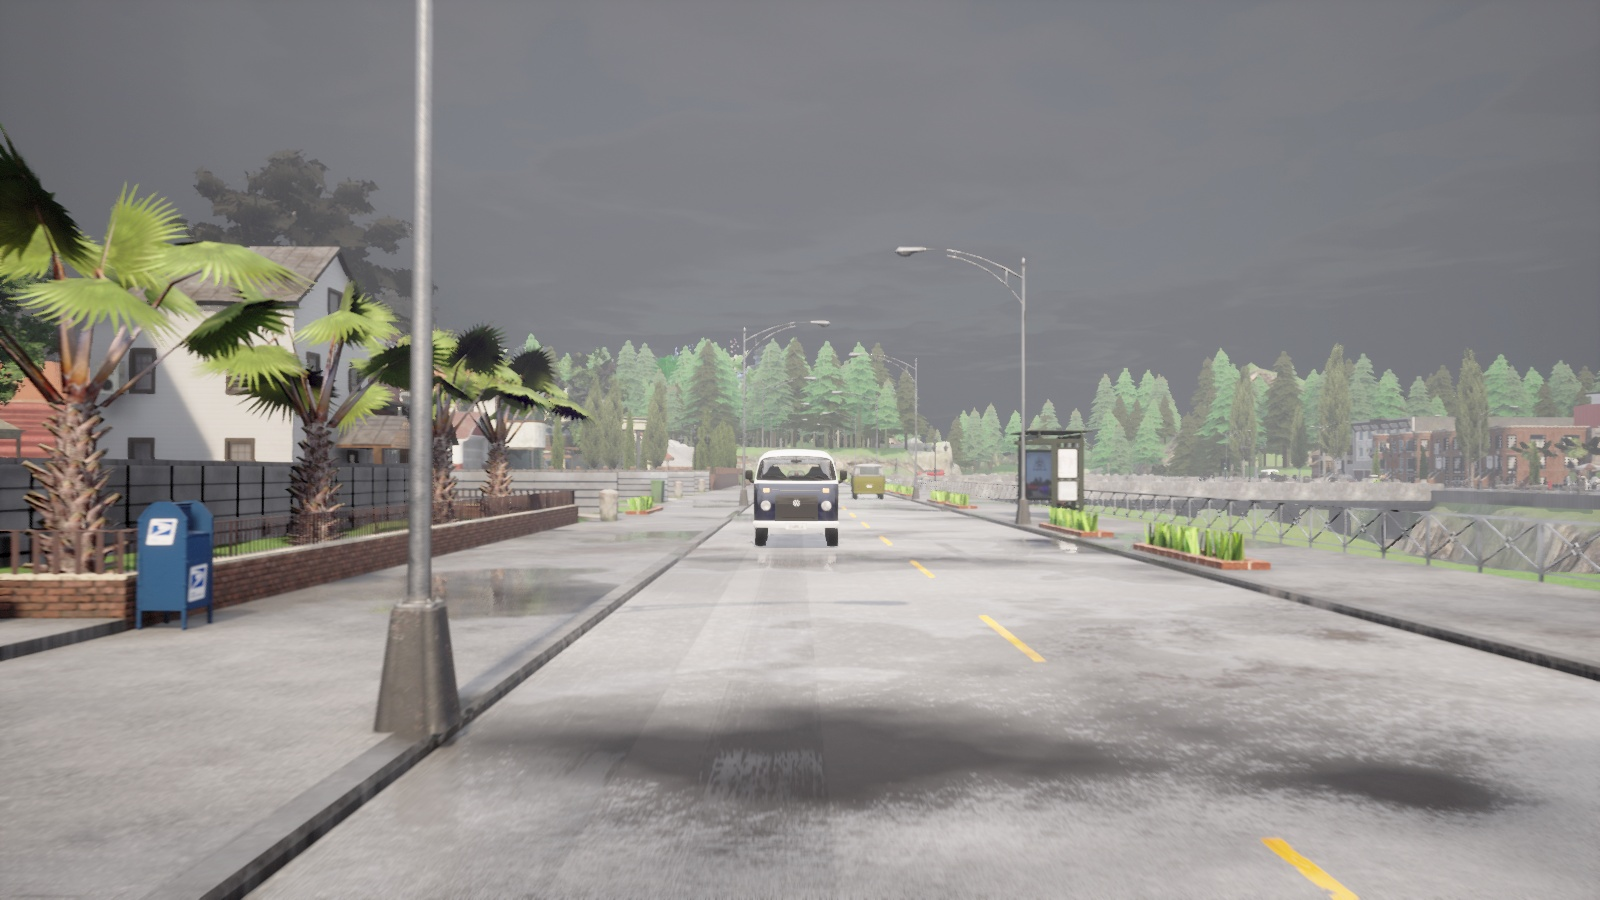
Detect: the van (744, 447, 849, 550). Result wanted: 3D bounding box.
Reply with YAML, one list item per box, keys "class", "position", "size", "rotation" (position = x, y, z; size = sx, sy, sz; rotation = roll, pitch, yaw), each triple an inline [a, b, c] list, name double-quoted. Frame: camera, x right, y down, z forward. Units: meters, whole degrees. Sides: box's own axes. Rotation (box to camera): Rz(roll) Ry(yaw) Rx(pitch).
- class: "van"
  position: [-0.072, 0.991, 27.079]
  size: [2.069, 2.038, 4.480]
  rotation: [0, -1, 0]

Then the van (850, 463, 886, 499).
- class: "van"
  position: [3.814, 1.744, 71.215]
  size: [1.775, 1.987, 4.442]
  rotation: [0, -1, 0]
